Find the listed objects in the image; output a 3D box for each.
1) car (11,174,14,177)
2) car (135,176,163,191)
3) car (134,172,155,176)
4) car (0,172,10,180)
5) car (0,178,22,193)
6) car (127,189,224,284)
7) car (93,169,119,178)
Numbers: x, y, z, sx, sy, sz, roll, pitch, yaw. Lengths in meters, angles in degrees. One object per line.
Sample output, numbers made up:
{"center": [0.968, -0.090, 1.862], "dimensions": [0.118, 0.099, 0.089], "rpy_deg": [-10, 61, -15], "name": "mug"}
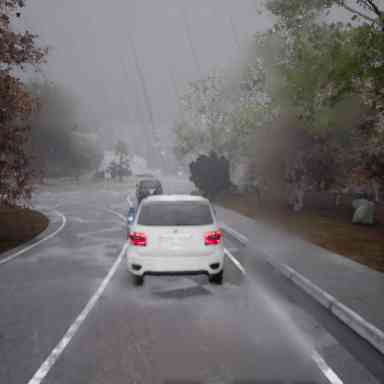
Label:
{"center": [-36.362, -3.003, 66.221], "dimensions": [1.895, 1.301, 4.718], "rpy_deg": [3, 6, 33], "name": "car"}
{"center": [-3.896, -0.127, 30.587], "dimensions": [2.150, 2.045, 5.566], "rpy_deg": [-1, 5, -12], "name": "car"}
{"center": [-10.770, -3.805, 75.520], "dimensions": [4.718, 1.301, 1.895], "rpy_deg": [3, 6, 28], "name": "car"}
{"center": [-39.703, -3.193, 66.893], "dimensions": [1.882, 1.535, 5.008], "rpy_deg": [3, 5, 28], "name": "car"}
{"center": [-22.097, -0.594, 38.803], "dimensions": [4.902, 1.511, 2.128], "rpy_deg": [1, 5, 6], "name": "car"}
{"center": [-0.444, 1.065, 9.369], "dimensions": [2.150, 2.045, 5.566], "rpy_deg": [0, 1, -2], "name": "car"}
{"center": [-19.302, -4.050, 74.731], "dimensions": [5.566, 2.045, 2.150], "rpy_deg": [0, 5, 1], "name": "car"}
